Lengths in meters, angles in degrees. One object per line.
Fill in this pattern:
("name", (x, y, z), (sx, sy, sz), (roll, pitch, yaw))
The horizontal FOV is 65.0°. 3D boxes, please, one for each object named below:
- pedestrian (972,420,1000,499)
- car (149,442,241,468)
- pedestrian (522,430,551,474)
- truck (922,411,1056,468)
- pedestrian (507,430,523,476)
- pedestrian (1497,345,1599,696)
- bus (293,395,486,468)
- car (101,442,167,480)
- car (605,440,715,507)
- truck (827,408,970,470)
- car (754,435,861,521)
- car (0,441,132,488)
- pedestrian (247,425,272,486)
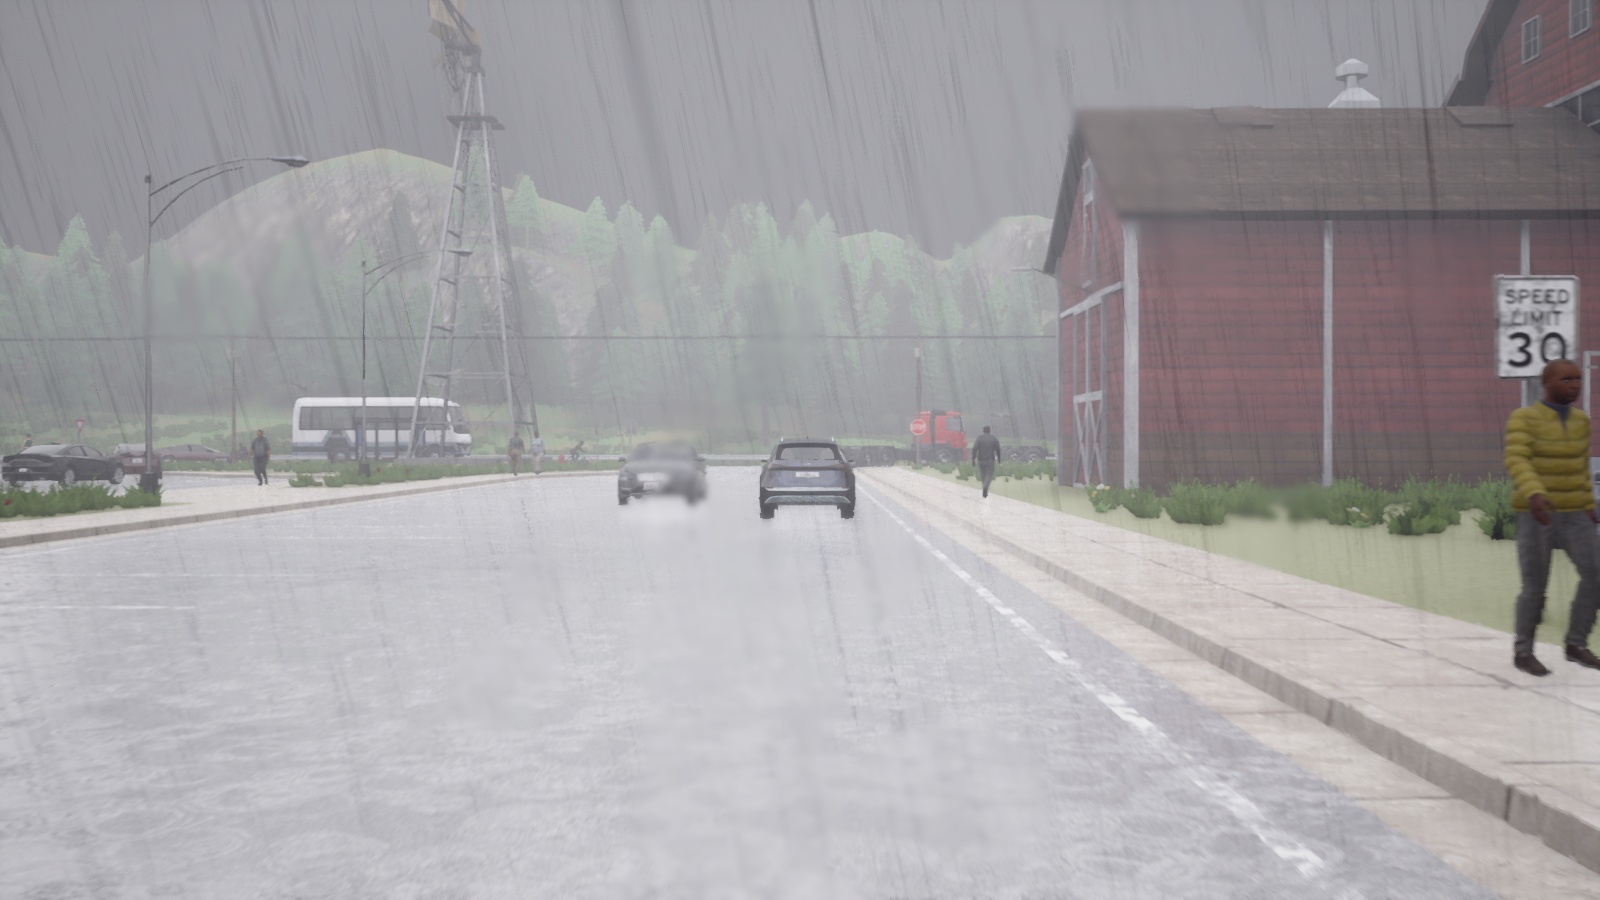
("pedestrian", (4.517, 0.234, 30.478), (0.563, 1.883, 0.849), (0, 0, 17))
("car", (-36.269, 0.293, 75.417), (4.792, 1.488, 2.163), (0, 0, -20))
("pedestrian", (-11.212, 0.092, 53.460), (0.874, 1.855, 0.900), (0, 0, 14))
("truck", (11.687, -0.666, 78.143), (7.936, 3.462, 2.891), (0, 0, 1))
("pedestrian", (-11.425, 0.109, 50.371), (0.540, 1.848, 0.694), (0, 0, -7))
("pedestrian", (4.251, 0.366, 6.936), (0.370, 1.835, 0.726), (0, 0, -2))
("bus", (-24.518, -1.075, 75.464), (10.273, 4.253, 3.944), (0, 0, 1))
("car", (-28.112, 0.426, 52.927), (2.163, 1.488, 4.792), (0, 0, -31))
("car", (-3.323, 0.526, 30.824), (2.128, 1.511, 4.902), (0, 0, 0))
("truck", (5.817, -0.648, 73.897), (7.936, 3.462, 2.891), (0, 0, -25))
("car", (0.154, 0.528, 26.462), (2.033, 1.649, 4.856), (0, 0, 0))
("car", (-25.619, 0.457, 43.836), (1.882, 1.535, 5.008), (0, 0, 0))
("pedestrian", (-16.773, 0.169, 38.972), (0.540, 1.848, 0.694), (0, 0, -7))
